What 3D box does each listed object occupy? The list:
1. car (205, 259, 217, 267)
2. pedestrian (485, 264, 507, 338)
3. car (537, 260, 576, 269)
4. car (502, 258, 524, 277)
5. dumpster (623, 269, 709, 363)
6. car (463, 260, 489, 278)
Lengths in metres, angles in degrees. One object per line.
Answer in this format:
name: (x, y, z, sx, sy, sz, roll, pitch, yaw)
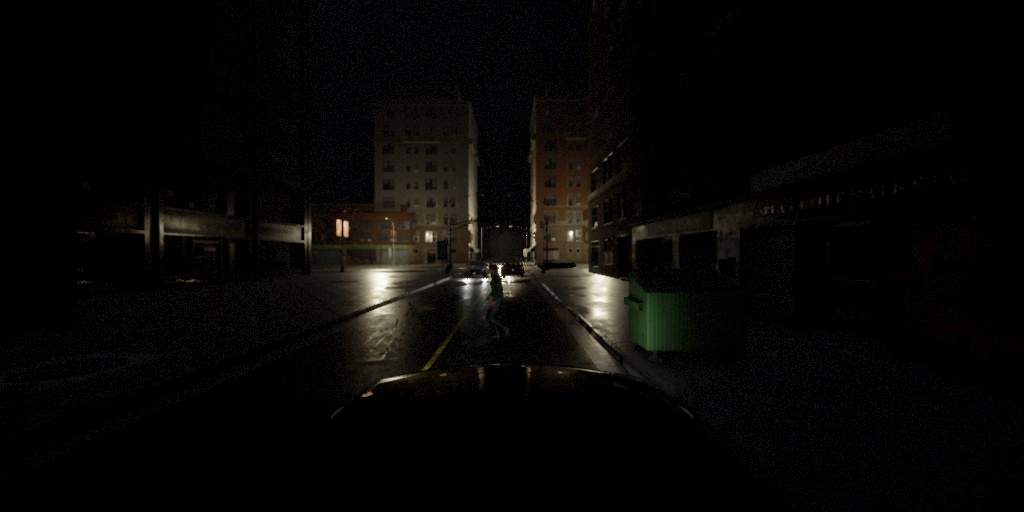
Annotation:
car: (-41.029, 1.146, 45.877, 5.008, 1.535, 1.882, 0, 0, 0)
pedestrian: (-0.383, 1.007, 8.424, 0.375, 1.860, 0.375, 0, 0, -10)
car: (5.674, 1.101, 45.196, 4.718, 1.301, 1.895, 0, 0, -15)
car: (0.088, 1.158, 32.722, 1.994, 1.385, 4.181, 0, 0, 0)
dumpster: (3.135, 1.112, 7.681, 1.020, 1.700, 1.940, 0, 0, 0)
car: (-3.056, 1.124, 31.771, 1.812, 1.442, 4.674, 0, 0, 0)
